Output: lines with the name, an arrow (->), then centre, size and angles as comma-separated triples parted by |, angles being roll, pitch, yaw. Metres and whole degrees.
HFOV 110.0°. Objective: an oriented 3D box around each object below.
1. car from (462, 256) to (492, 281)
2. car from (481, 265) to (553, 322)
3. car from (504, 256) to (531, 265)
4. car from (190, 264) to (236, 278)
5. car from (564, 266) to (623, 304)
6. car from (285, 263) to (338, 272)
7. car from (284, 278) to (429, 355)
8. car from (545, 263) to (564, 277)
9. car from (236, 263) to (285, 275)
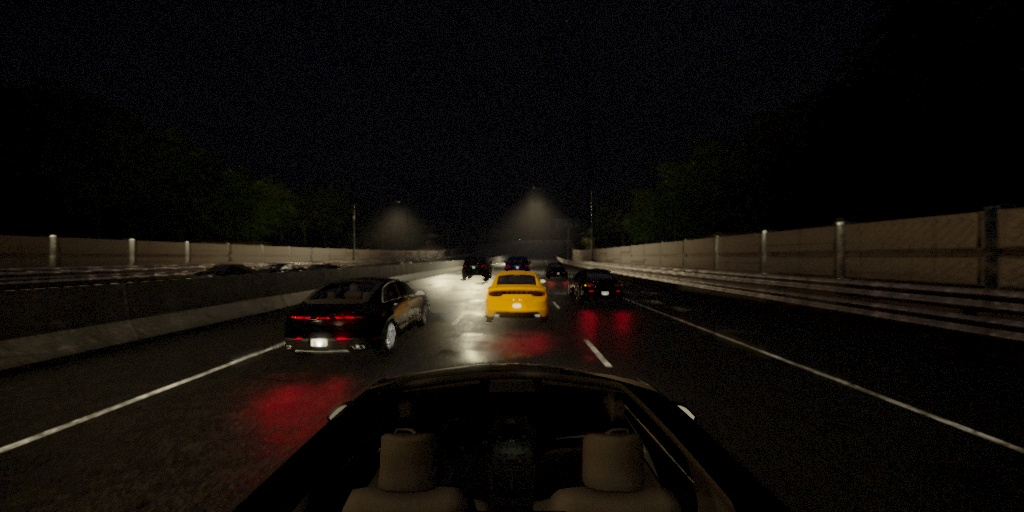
car -> -2.995, 1.034, 31.431 | 2.150, 2.045, 5.566 | 0, 0, 1
car -> 0.166, 1.251, 12.523 | 1.882, 1.535, 5.008 | 0, 0, 1
car -> 0.503, 1.037, 31.328 | 2.150, 2.045, 5.566 | 0, 0, 1
car -> -20.817, 1.315, 26.183 | 1.812, 1.442, 4.674 | 0, 0, 1
car -> 3.726, 1.310, 16.481 | 1.812, 1.442, 4.674 | 0, 0, 1
car -> -13.822, 1.319, 25.885 | 1.812, 1.442, 4.674 | 0, 0, 1
car -> -3.371, 1.269, 8.728 | 1.837, 1.490, 4.892 | 0, 0, 0
car -> 4.060, 1.349, 33.292 | 1.812, 1.442, 4.674 | 0, 0, 2
car -> -17.306, 1.284, 26.603 | 2.128, 1.511, 4.902 | 0, 0, 1
